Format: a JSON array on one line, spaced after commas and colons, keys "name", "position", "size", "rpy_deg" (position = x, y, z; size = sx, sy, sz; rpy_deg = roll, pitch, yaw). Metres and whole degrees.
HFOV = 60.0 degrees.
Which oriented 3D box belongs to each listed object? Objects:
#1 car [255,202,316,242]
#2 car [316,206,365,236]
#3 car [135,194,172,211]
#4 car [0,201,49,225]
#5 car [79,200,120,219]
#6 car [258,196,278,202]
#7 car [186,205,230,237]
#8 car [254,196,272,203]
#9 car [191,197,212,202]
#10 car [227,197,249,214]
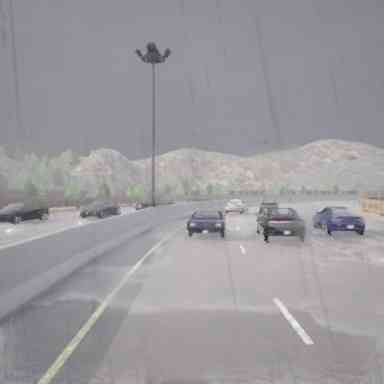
[{"name": "car", "position": [4.265, 1.492, 16.429], "size": [2.128, 1.511, 4.902], "rpy_deg": [0, 0, 6]}, {"name": "car", "position": [8.048, 1.526, 18.523], "size": [1.812, 1.442, 4.674], "rpy_deg": [0, 0, 7]}, {"name": "car", "position": [-3.593, 1.223, 32.417], "size": [2.150, 2.045, 5.566], "rpy_deg": [0, 0, 15]}, {"name": "car", "position": [-12.453, 1.479, 24.200], "size": [1.882, 1.535, 5.008], "rpy_deg": [0, 0, 10]}, {"name": "car", "position": [-7.957, 1.506, 29.137], "size": [1.837, 1.490, 4.892], "rpy_deg": [0, 0, 13]}, {"name": "car", "position": [8.052, 1.492, 34.150], "size": [2.128, 1.511, 4.902], "rpy_deg": [0, 0, 17]}, {"name": "car", "position": [0.916, 1.601, 18.091], "size": [1.895, 1.301, 4.718], "rpy_deg": [0, 0, 7]}, {"name": "car", "position": [14.831, 1.521, 69.239], "size": [1.994, 1.385, 4.181], "rpy_deg": [0, 0, 37]}, {"name": "car", "position": [1.828, 1.601, 62.769], "size": [1.895, 1.301, 4.718], "rpy_deg": [0, 0, 31]}, {"name": "car", "position": [4.785, 1.526, 35.438], "size": [1.812, 1.442, 4.674], "rpy_deg": [0, 0, 18]}]
